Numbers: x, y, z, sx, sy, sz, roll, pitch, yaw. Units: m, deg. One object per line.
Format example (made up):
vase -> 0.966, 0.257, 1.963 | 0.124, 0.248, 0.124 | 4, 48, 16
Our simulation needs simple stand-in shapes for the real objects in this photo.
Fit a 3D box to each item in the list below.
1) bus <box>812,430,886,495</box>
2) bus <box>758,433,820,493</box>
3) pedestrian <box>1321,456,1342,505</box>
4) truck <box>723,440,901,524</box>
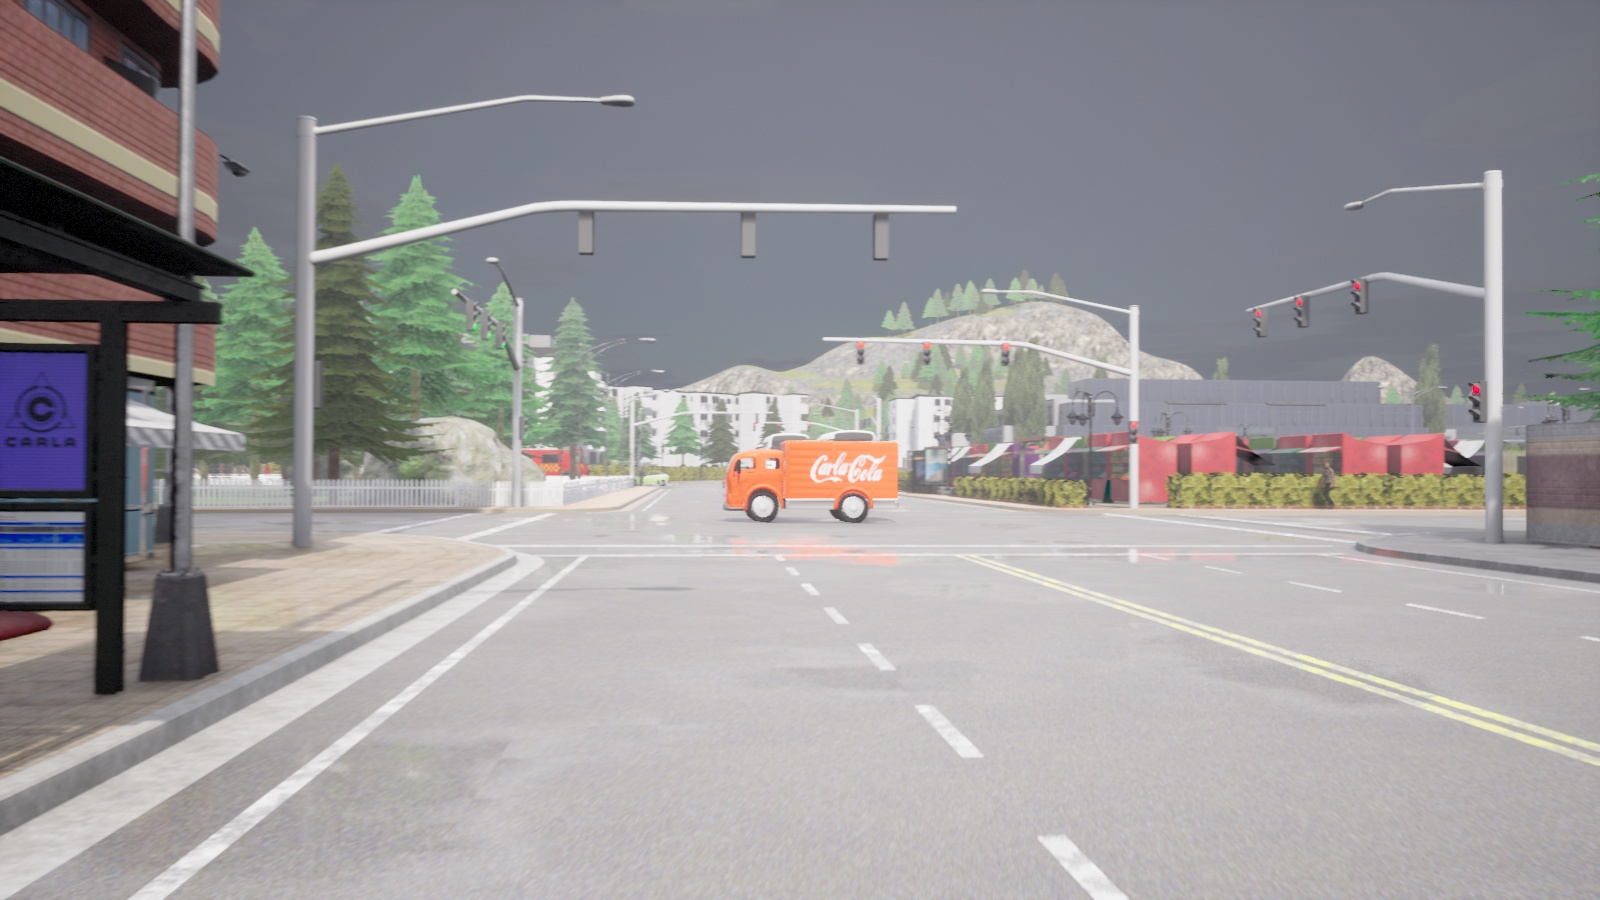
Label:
bus -> 3.248, 0.883, 86.876 | 3.944, 4.253, 10.273 | 0, -1, -5
bus -> -0.936, 1.032, 94.966 | 3.944, 4.253, 10.273 | 0, -1, -4
pedestrian -> 19.907, 1.137, 47.020 | 0.634, 1.846, 0.331 | 0, -1, -6
truck -> 0.291, 0.958, 38.312 | 5.204, 2.467, 2.627 | 0, -1, -5
